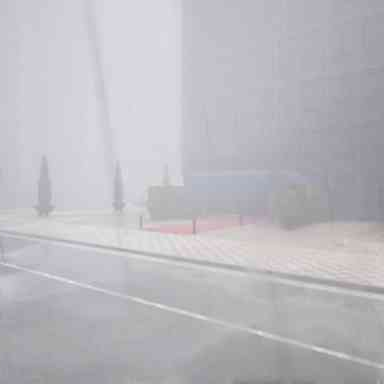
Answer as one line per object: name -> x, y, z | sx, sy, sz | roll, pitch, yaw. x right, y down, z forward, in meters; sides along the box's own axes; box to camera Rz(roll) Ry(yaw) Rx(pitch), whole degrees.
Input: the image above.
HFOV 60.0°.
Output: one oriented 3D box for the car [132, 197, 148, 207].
car -> -5.922, 1.374, 45.977 | 1.895, 1.301, 4.718 | 1, 0, 36
